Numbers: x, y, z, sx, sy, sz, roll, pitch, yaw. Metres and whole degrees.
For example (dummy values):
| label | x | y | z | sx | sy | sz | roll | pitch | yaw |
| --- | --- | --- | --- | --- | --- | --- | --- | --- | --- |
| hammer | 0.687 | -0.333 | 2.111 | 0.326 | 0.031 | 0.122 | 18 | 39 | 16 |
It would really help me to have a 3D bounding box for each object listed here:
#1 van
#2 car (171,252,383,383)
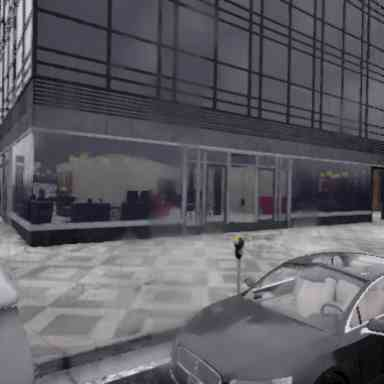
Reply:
| label | x | y | z | sx | sy | sz | roll | pitch | yaw |
| --- | --- | --- | --- | --- | --- | --- | --- | --- | --- |
| van | -2.670 | 1.264 | 1.205 | 3.998 | 1.788 | 1.690 | 1 | 1 | -34 |
| car | 1.824 | 1.536 | 4.262 | 4.403 | 1.369 | 2.008 | 1 | 1 | -34 |
